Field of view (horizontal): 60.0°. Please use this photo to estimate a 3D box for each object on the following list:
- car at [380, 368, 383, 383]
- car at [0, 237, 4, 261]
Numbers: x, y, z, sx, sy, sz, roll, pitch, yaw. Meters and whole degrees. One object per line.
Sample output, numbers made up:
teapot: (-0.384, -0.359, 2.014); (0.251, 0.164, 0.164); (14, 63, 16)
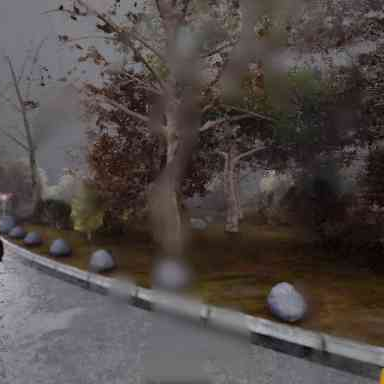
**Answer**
car: (3.548, 1.461, 1.255); (5.008, 1.535, 1.882); (-1, 0, 35)
car: (-8.191, 1.711, 11.894); (1.994, 1.385, 4.181); (-1, -1, -41)
